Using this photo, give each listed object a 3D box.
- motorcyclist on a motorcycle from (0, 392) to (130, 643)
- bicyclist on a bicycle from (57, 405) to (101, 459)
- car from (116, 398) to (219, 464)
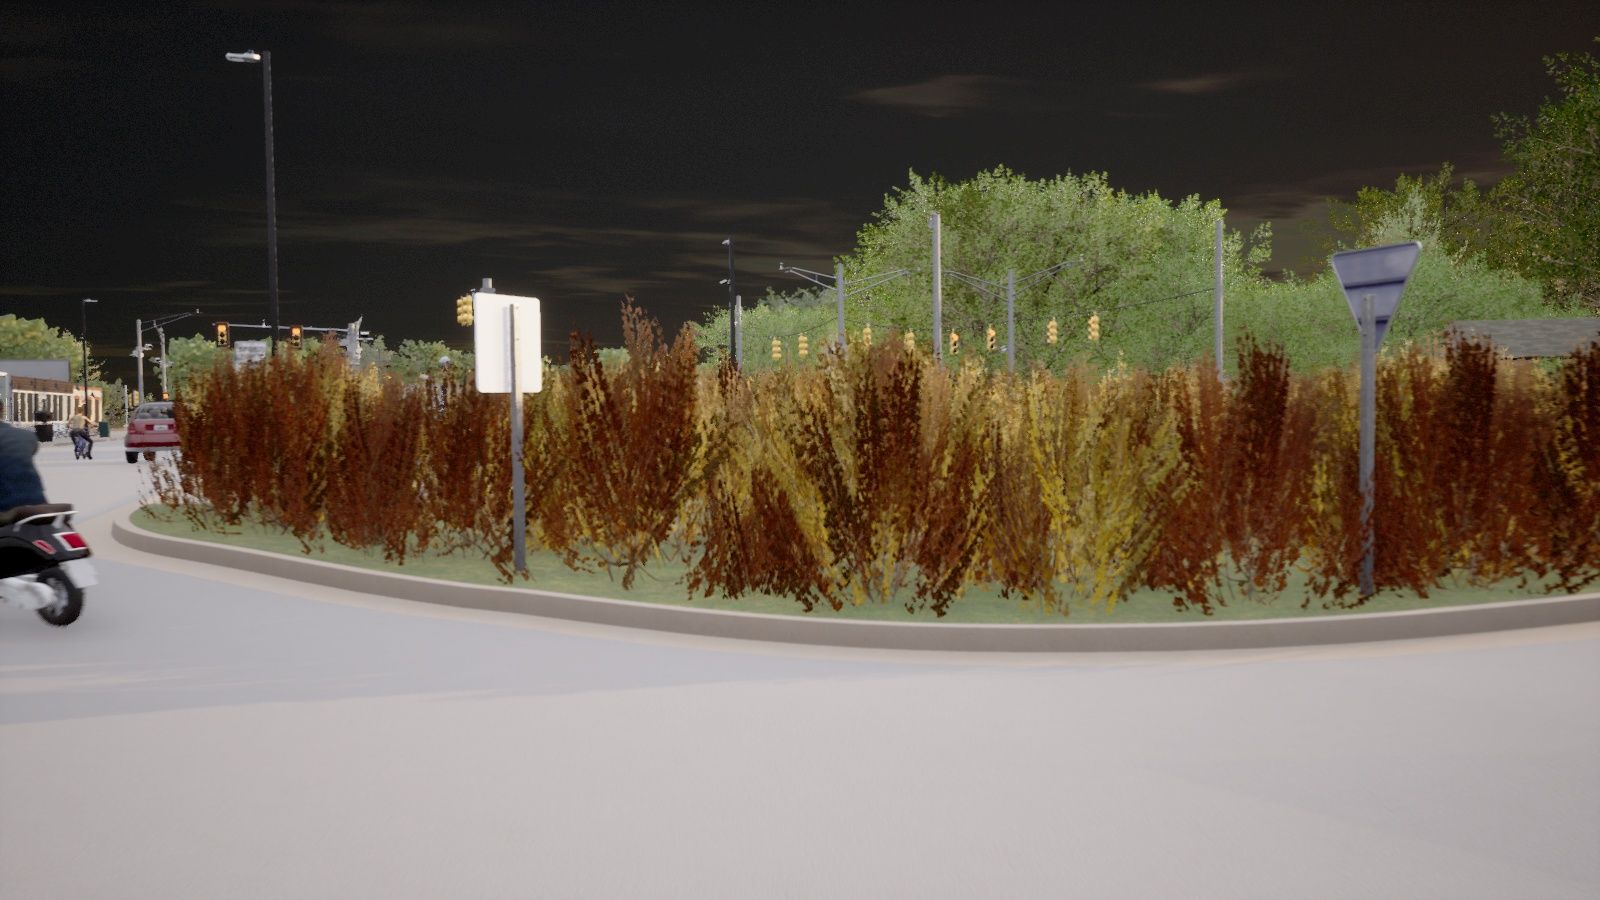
[{"bbox_3d":[-5.730,0.401,8.698,1.817,1.590,0.866,1,3,18],"label":"motorcyclist on a motorcycle"},{"bbox_3d":[-22.093,-0.545,38.484,0.866,1.612,1.509,-1,1,-19],"label":"bicyclist on a bicycle"},{"bbox_3d":[-16.151,-0.503,32.234,1.789,1.549,3.705,-2,2,-18],"label":"car"}]
